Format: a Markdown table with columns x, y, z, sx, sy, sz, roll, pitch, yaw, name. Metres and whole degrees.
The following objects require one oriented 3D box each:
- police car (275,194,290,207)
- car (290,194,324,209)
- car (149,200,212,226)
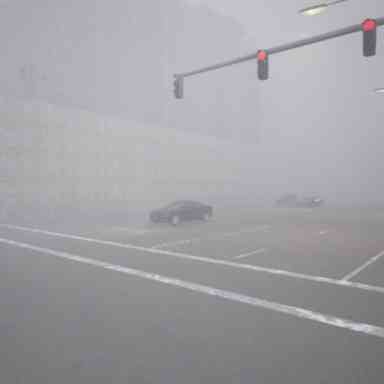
| x | y | z | sx | sy | sz | roll | pitch | yaw | name |
| --- | --- | --- | --- | --- | --- | --- | --- | --- | --- |
| 12.383 | 1.055 | 42.829 | 1.930 | 1.638 | 5.238 | 0 | 1 | 40 | police car |
| 13.953 | 1.206 | 39.399 | 2.033 | 1.411 | 5.357 | 0 | 1 | 40 | car |
| -0.660 | 1.288 | 22.118 | 1.882 | 1.535 | 5.008 | 0 | 1 | 40 | car |
